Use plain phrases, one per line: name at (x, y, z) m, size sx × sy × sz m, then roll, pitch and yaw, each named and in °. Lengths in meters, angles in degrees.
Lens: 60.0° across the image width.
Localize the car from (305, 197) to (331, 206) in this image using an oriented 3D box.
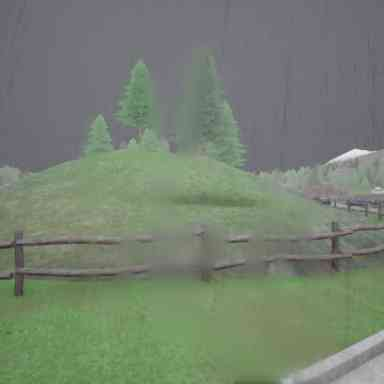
car at (20.061, 1.505, 53.074) m, size 1.837 × 1.490 × 4.892 m, roll 0°, pitch 0°, yaw -15°

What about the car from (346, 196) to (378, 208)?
car at (24.825, 1.352, 48.726) m, size 2.097 × 1.767 × 4.553 m, roll 0°, pitch 0°, yaw -16°
